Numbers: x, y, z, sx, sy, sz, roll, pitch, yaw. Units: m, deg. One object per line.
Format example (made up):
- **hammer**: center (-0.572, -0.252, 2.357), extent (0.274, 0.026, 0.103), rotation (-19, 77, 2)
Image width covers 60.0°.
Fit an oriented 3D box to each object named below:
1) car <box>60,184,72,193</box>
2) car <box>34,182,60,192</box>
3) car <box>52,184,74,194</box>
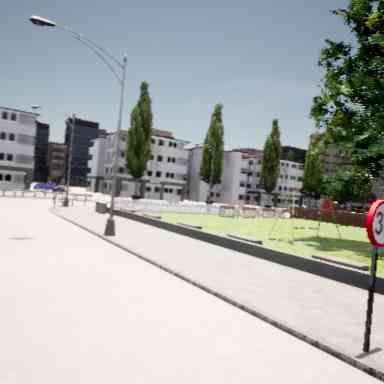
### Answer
- **car**: center (-21.857, -0.666, 56.587), extent (1.853, 1.218, 4.536), rotation (5, 0, -4)
- **car**: center (-24.352, -0.972, 55.355), extent (3.633, 1.501, 1.845), rotation (5, 0, -23)
- **car**: center (-21.875, -0.510, 56.640), extent (2.038, 1.542, 4.974), rotation (5, 0, -4)
